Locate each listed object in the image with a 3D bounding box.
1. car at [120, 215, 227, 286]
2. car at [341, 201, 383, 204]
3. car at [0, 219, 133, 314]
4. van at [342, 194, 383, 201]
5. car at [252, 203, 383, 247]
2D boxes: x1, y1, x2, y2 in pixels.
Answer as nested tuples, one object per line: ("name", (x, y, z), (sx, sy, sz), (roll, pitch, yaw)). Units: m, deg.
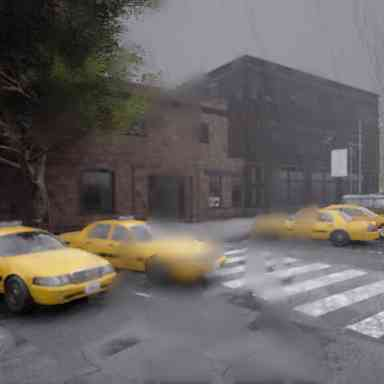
("car", (-1.627, 1.469, 9.459), (5.366, 1.575, 1.946), (-1, -1, 34))
("car", (7.948, 1.407, 16.620), (5.008, 1.535, 2.097), (-1, -1, 34))
("car", (-4.062, 1.476, 7.705), (5.366, 1.575, 1.946), (-1, -1, 34))
("van", (10.263, 1.137, 18.442), (4.442, 1.987, 1.878), (-1, 0, 34))
("car", (5.372, 1.445, 14.946), (5.366, 1.575, 1.946), (-1, 0, 34))
